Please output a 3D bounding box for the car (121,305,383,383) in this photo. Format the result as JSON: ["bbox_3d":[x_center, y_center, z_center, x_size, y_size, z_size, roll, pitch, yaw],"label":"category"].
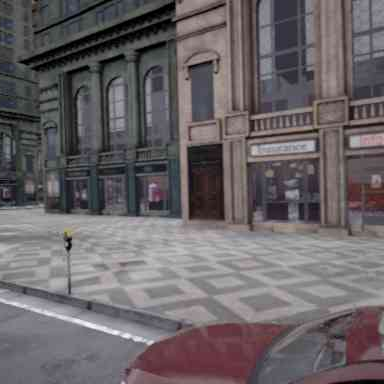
[{"bbox_3d":[1.346,1.505,2.178,4.206,1.307,1.802,-1,1,31],"label":"car"}]
